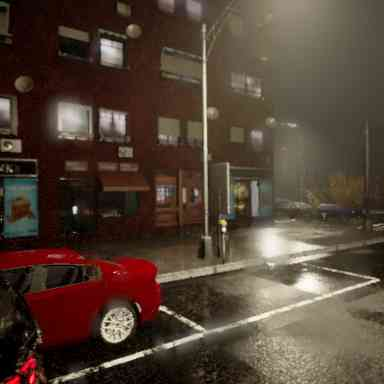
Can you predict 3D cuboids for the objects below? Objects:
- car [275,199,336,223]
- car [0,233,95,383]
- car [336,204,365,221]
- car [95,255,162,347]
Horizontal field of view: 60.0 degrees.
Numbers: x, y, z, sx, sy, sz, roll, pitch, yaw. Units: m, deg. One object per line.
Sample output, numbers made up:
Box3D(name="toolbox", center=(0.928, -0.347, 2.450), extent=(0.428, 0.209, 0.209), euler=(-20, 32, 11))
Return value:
Box3D(name="car", center=(8.730, 1.614, 27.331), extent=(2.128, 1.511, 4.902), euler=(-1, 0, -33))
Box3D(name="car", center=(-3.400, 1.226, 0.963), extent=(5.566, 2.045, 2.150), euler=(0, 0, -35))
Box3D(name="car", center=(12.029, 1.669, 28.265), extent=(1.895, 1.301, 4.718), euler=(-1, 0, -35))
Box3D(name="car", center=(-2.605, 1.544, 4.715), extent=(4.507, 1.381, 1.887), euler=(0, -1, -35))
